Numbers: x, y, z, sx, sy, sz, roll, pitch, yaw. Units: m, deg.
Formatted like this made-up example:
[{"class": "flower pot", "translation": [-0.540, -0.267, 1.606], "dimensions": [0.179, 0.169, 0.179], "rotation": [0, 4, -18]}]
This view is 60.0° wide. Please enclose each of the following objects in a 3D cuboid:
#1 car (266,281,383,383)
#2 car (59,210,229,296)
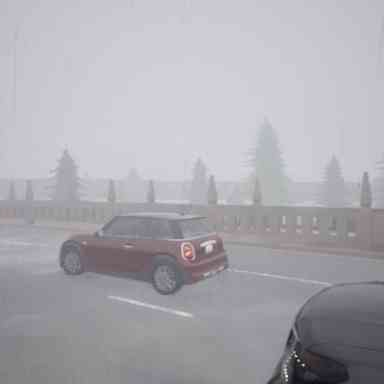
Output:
[{"class": "car", "translation": [3.189, 1.208, 1.592], "dimensions": [5.566, 2.045, 2.150], "rotation": [0, 0, 36]}, {"class": "car", "translation": [-1.403, 1.316, 8.781], "dimensions": [4.553, 1.767, 2.097], "rotation": [0, 0, 32]}]
